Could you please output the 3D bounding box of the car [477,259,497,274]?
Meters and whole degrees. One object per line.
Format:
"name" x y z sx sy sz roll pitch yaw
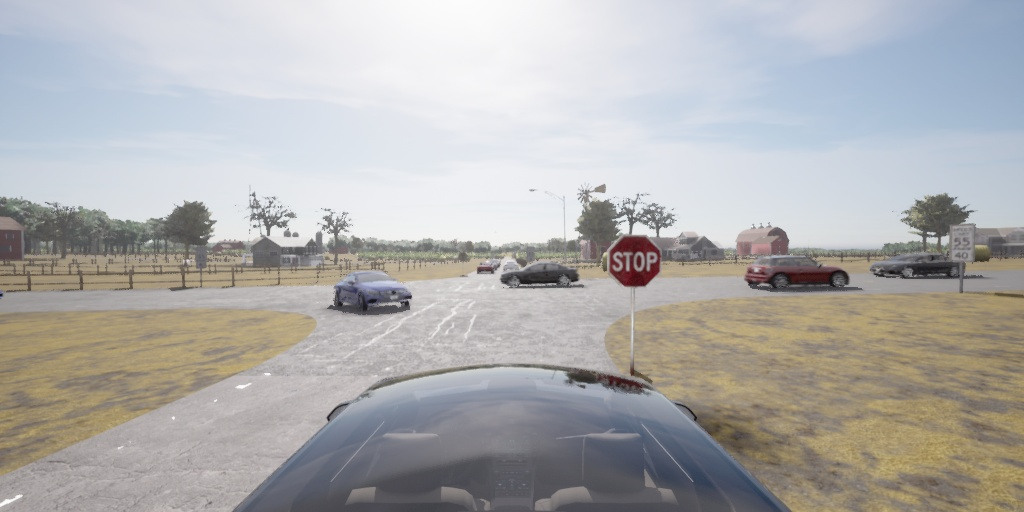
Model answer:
"car" -3.028 1.352 41.657 1.895 1.301 4.718 0 0 -1

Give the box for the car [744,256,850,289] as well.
"car" 15.134 0.753 19.135 4.553 1.767 2.097 -1 1 -1

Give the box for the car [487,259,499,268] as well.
"car" -3.118 1.299 60.837 1.812 1.442 4.674 0 0 0

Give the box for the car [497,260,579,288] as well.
"car" 1.745 1.152 22.847 5.008 1.535 1.882 -1 -1 0

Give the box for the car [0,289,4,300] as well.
"car" -30.279 1.881 19.067 4.674 1.442 1.812 -1 1 0

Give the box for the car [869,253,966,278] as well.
"car" 25.752 0.587 22.865 4.892 1.490 1.837 -1 1 0

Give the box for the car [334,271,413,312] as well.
"car" -5.839 1.348 14.715 1.812 1.442 4.674 -1 -2 -42
